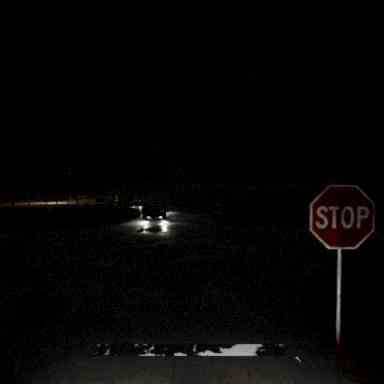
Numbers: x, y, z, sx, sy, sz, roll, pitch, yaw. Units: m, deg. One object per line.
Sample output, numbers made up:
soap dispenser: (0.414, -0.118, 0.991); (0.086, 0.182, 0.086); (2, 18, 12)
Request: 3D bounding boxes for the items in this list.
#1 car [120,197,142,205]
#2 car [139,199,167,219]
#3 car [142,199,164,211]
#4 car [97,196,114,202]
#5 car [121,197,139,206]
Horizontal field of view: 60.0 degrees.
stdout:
car: (-11.078, 1.528, 60.292); (1.895, 1.301, 4.718); (-1, 0, -37)
car: (-3.126, 1.414, 28.289); (1.882, 1.535, 5.008); (0, 0, -3)
car: (-4.772, 1.513, 40.276); (1.895, 1.301, 4.718); (0, 0, -15)
car: (-17.721, 1.464, 67.791); (4.181, 1.385, 1.994); (-1, 1, 42)
car: (-9.361, 1.460, 51.926); (1.812, 1.442, 4.674); (-1, 0, -28)
